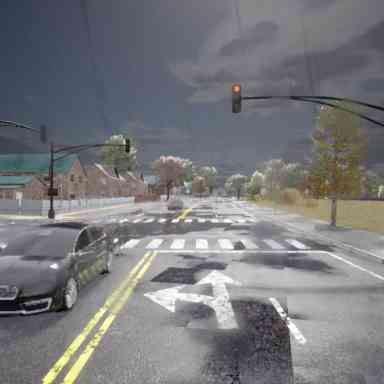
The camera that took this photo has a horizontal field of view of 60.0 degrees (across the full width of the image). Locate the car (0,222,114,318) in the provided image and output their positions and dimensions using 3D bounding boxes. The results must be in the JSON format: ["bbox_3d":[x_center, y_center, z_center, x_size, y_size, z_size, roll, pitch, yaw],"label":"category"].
[{"bbox_3d":[-3.164,1.525,7.771,1.837,1.490,4.892,0,0,1],"label":"car"}]

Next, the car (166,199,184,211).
[{"bbox_3d":[-2.043,1.612,41.820,1.837,1.490,4.892,0,0,3],"label":"car"}]
